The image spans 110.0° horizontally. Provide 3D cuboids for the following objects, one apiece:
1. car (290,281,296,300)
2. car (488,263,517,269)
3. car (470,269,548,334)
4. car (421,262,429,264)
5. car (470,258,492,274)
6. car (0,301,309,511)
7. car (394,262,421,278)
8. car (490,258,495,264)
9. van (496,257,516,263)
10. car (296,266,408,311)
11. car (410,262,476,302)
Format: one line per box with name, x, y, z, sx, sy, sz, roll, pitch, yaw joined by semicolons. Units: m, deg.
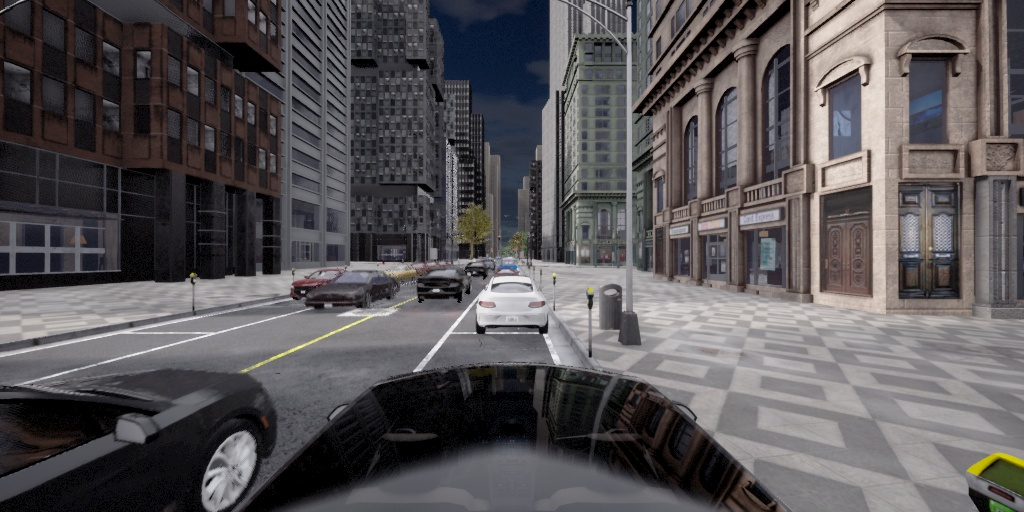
car;-8.919;1.296;17.578;1.888;1.381;4.507;0;0;0
car;-0.373;1.334;23.087;1.802;1.307;4.207;0;0;0
car;0.003;1.276;10.500;1.812;1.442;4.674;0;0;0
car;-8.922;1.298;34.154;1.888;1.381;4.507;0;0;0
car;-3.146;1.231;32.206;1.882;1.535;5.008;0;0;0
car;-3.049;1.256;1.271;1.837;1.490;4.892;0;0;0
car;-8.921;1.278;28.459;1.751;1.417;4.829;0;0;0
car;-3.047;1.304;47.736;2.033;1.411;5.357;0;0;0
van;-0.371;1.094;34.137;1.690;1.789;3.998;0;0;0
car;-6.247;1.299;14.854;2.033;1.411;5.357;0;0;0
car;-3.049;1.229;16.910;1.882;1.535;5.008;0;0;0
